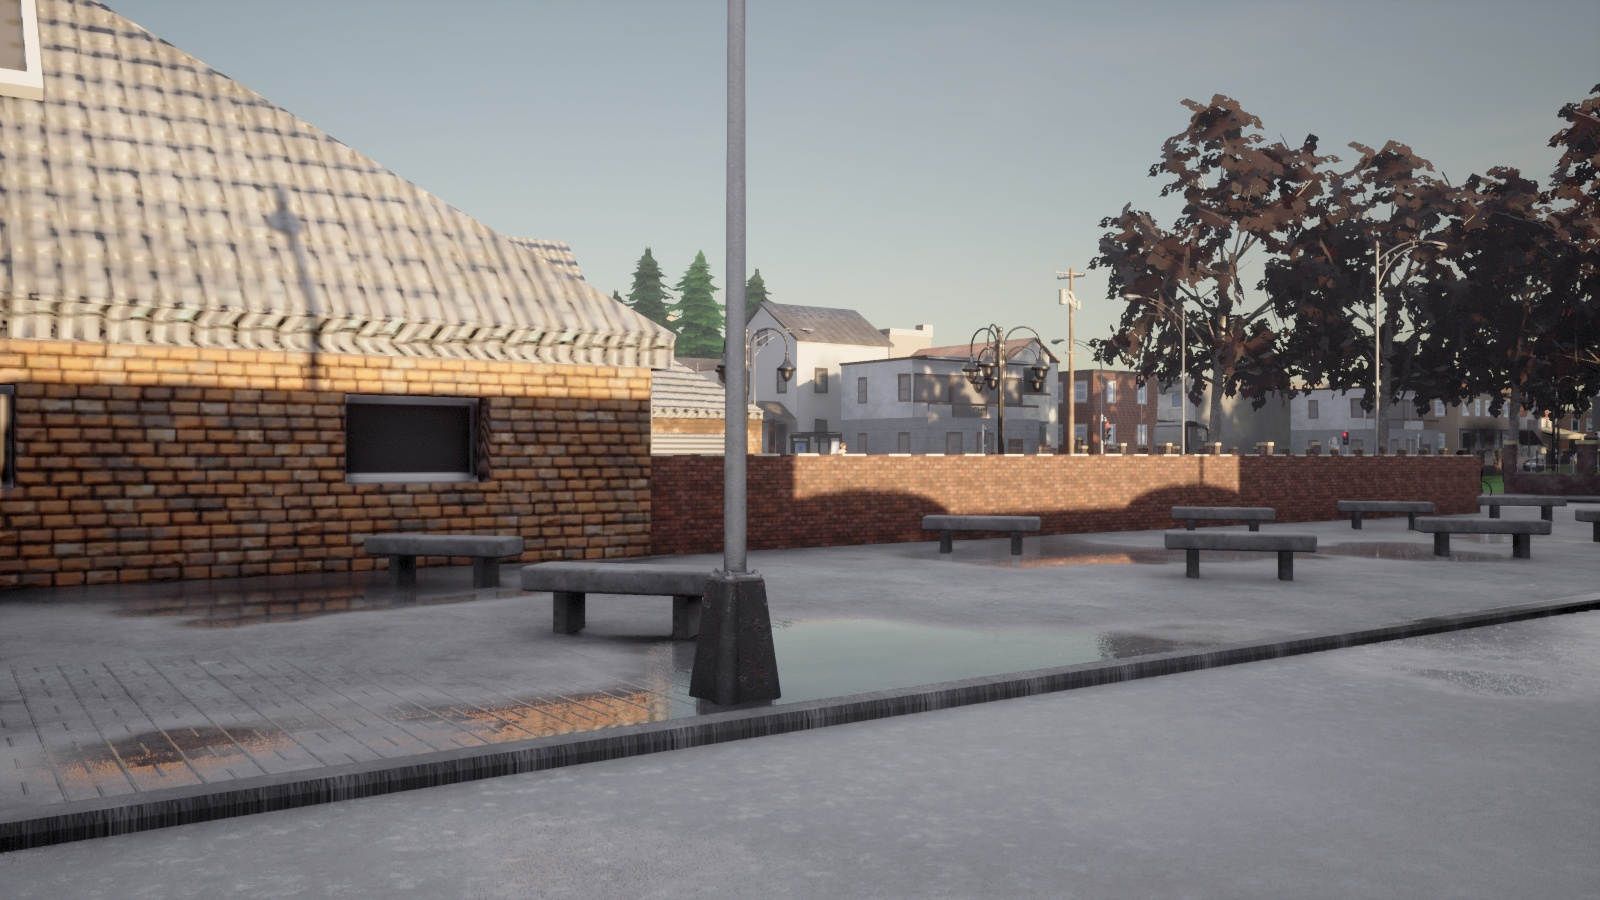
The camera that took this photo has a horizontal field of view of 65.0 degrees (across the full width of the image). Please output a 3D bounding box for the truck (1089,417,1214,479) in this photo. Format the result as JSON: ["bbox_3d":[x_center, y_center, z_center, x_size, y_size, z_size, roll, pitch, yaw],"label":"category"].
[{"bbox_3d":[20.808,-0.100,74.047,7.936,3.462,2.891,0,0,-37],"label":"truck"}]
